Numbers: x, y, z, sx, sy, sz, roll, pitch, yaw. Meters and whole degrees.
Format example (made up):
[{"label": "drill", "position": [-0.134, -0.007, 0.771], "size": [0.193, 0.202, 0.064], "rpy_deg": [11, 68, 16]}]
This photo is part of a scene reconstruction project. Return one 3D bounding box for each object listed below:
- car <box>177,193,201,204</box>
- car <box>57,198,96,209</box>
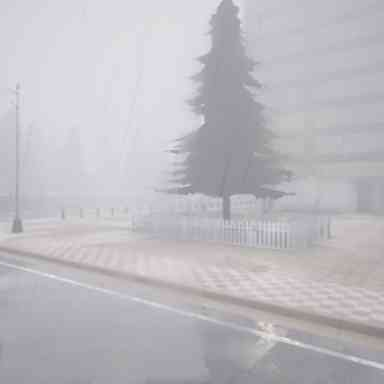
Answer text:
[{"label": "car", "position": [-0.483, 1.093, 62.057], "size": [2.150, 2.045, 5.566], "rpy_deg": [0, 0, 36]}, {"label": "car", "position": [-14.778, 1.462, 42.648], "size": [1.895, 1.301, 4.718], "rpy_deg": [0, 0, 36]}]
